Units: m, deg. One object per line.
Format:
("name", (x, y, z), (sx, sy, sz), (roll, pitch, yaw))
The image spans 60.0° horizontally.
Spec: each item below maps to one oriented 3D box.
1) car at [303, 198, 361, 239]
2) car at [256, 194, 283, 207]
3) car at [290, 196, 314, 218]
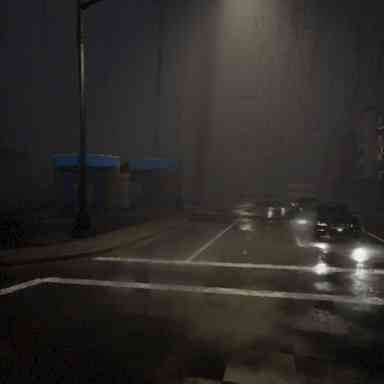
("car", (6.618, 1.261, 15.944), (1.837, 1.490, 4.892), (0, 1, 14))
("car", (8.940, 0.954, 38.574), (1.812, 1.442, 4.674), (0, 1, -8))
("car", (8.782, 1.112, 25.707), (1.837, 1.490, 4.892), (0, 1, 8))
